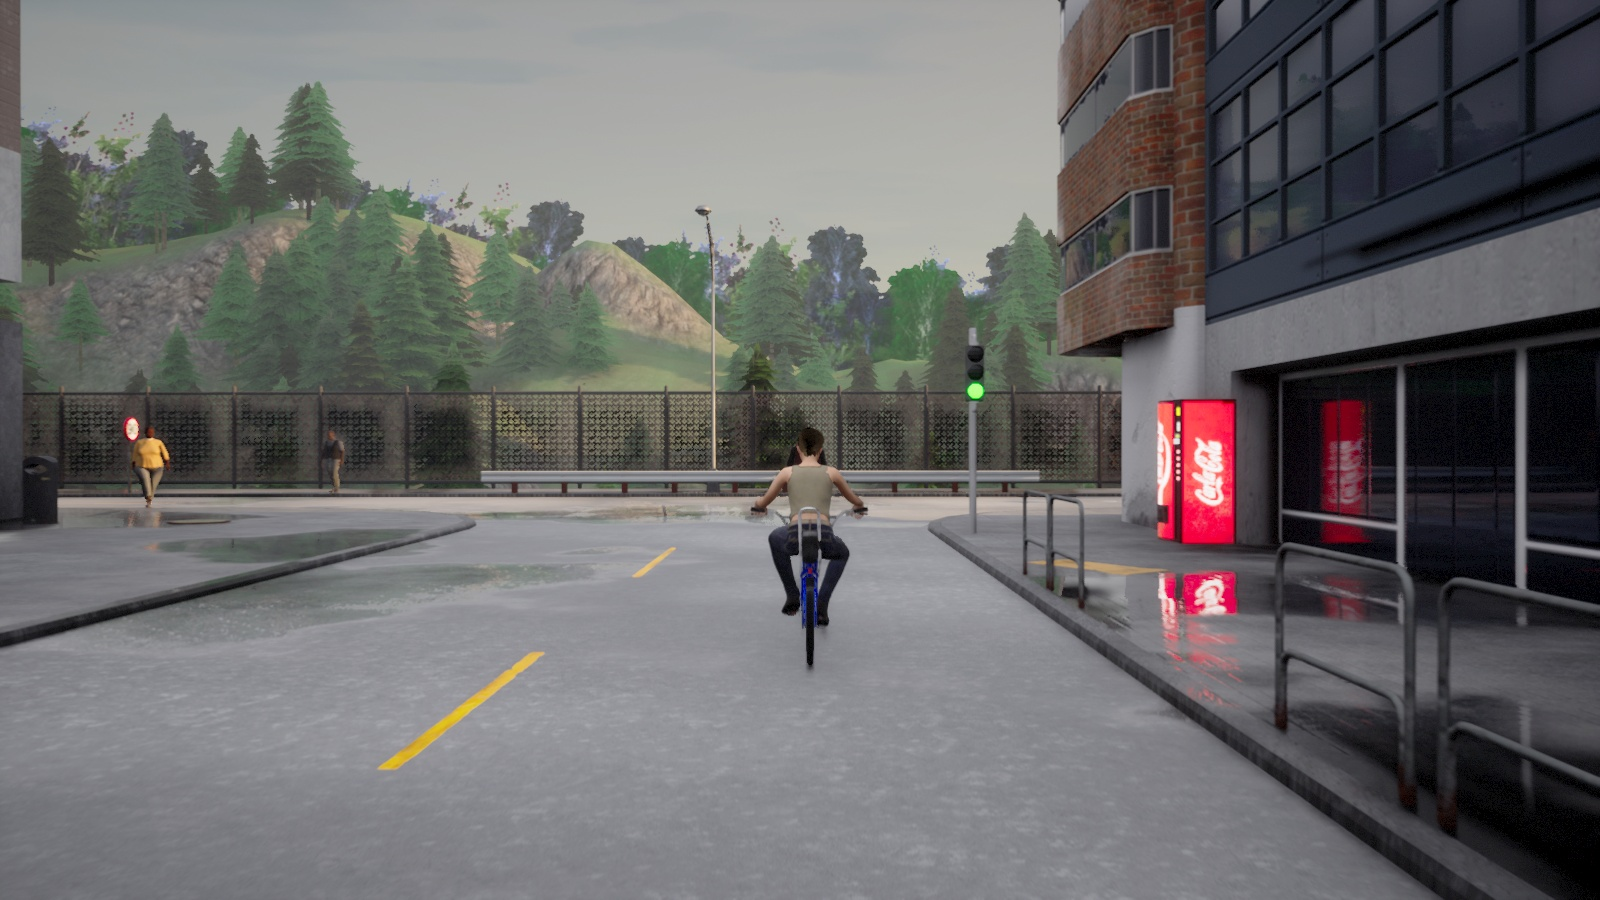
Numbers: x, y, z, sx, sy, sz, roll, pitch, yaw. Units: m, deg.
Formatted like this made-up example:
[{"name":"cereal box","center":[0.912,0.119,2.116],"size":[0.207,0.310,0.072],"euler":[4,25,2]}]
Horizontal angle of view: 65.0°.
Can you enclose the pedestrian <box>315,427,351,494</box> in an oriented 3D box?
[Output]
[{"name":"pedestrian","center":[-13.388,0.301,36.021],"size":[0.563,1.883,0.849],"euler":[0,0,14]}]

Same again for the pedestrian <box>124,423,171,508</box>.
[{"name":"pedestrian","center":[-14.579,0.339,28.050],"size":[0.874,1.855,0.900],"euler":[0,0,-31]}]

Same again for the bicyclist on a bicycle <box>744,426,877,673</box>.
[{"name":"bicyclist on a bicycle","center":[0.068,0.647,8.958],"size":[0.866,1.612,1.509],"euler":[0,0,0]}]
